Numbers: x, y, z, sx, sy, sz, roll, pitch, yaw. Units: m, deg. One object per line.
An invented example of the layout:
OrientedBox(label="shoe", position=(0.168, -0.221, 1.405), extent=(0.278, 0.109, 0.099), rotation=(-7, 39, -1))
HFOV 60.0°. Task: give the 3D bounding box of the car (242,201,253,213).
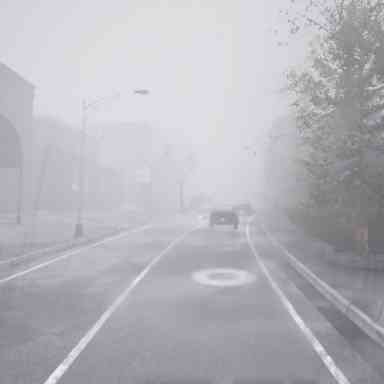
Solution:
OrientedBox(label="car", position=(6.320, 1.782, 41.064), extent=(1.812, 1.442, 4.674), rotation=(-1, -1, 14))

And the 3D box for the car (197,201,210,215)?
OrientedBox(label="car", position=(1.985, 1.849, 39.042), extent=(1.812, 1.442, 4.674), rotation=(-1, -1, 15))

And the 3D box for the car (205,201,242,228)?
OrientedBox(label="car", position=(2.388, 1.637, 23.849), extent=(1.882, 1.535, 5.008), rotation=(-1, 0, 10))
